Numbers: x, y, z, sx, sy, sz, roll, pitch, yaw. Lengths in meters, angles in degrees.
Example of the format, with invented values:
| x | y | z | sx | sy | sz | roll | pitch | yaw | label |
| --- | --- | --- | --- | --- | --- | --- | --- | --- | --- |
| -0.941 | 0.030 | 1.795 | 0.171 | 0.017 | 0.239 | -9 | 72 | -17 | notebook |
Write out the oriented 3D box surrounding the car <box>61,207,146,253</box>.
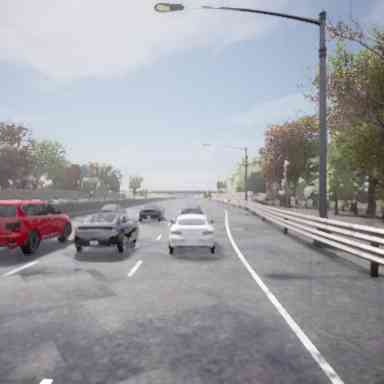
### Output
| x | y | z | sx | sy | sz | roll | pitch | yaw | label |
| --- | --- | --- | --- | --- | --- | --- | --- | --- | --- |
| -3.492 | 1.628 | 14.288 | 2.128 | 1.511 | 4.902 | 0 | 0 | 0 | car |

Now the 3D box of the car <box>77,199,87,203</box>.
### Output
| x | y | z | sx | sy | sz | roll | pitch | yaw | label |
| --- | --- | --- | --- | --- | --- | --- | --- | --- | --- |
| -24.481 | 2.288 | 73.915 | 1.812 | 1.442 | 4.674 | 0 | -1 | 0 | car |

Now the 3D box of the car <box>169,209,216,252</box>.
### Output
| x | y | z | sx | sy | sz | roll | pitch | yaw | label |
| --- | --- | --- | --- | --- | --- | --- | --- | --- | --- |
| 0.009 | 1.662 | 14.364 | 1.812 | 1.442 | 4.674 | 0 | 0 | 0 | car |

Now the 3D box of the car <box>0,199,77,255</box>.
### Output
| x | y | z | sx | sy | sz | roll | pitch | yaw | label |
| --- | --- | --- | --- | --- | --- | --- | --- | --- | --- |
| -6.996 | 1.350 | 14.020 | 2.150 | 2.045 | 5.566 | 0 | 0 | 0 | car |

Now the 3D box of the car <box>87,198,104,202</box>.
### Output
| x | y | z | sx | sy | sz | roll | pitch | yaw | label |
| --- | --- | --- | --- | --- | --- | --- | --- | --- | --- |
| -20.981 | 2.120 | 73.947 | 2.097 | 1.767 | 4.553 | 0 | -1 | 0 | car |

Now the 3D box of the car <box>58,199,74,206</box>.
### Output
| x | y | z | sx | sy | sz | roll | pitch | yaw | label |
| --- | --- | --- | --- | --- | --- | --- | --- | --- | --- |
| -27.980 | 2.317 | 73.916 | 1.994 | 1.385 | 4.181 | 0 | -1 | 0 | car |

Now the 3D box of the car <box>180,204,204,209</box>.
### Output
| x | y | z | sx | sy | sz | roll | pitch | yaw | label |
| --- | --- | --- | --- | --- | --- | --- | --- | --- | --- |
| 0.012 | 1.777 | 29.291 | 2.128 | 1.511 | 4.902 | 0 | 0 | 0 | car |

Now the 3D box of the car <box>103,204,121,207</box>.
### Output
| x | y | z | sx | sy | sz | roll | pitch | yaw | label |
| --- | --- | --- | --- | --- | --- | --- | --- | --- | --- |
| -6.987 | 1.810 | 29.370 | 1.812 | 1.442 | 4.674 | 0 | 0 | 0 | car |

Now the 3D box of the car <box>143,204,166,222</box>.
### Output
| x | y | z | sx | sy | sz | roll | pitch | yaw | label |
| --- | --- | --- | --- | --- | --- | --- | --- | --- | --- |
| -3.488 | 1.792 | 29.305 | 1.837 | 1.490 | 4.892 | 0 | 0 | 0 | car |
